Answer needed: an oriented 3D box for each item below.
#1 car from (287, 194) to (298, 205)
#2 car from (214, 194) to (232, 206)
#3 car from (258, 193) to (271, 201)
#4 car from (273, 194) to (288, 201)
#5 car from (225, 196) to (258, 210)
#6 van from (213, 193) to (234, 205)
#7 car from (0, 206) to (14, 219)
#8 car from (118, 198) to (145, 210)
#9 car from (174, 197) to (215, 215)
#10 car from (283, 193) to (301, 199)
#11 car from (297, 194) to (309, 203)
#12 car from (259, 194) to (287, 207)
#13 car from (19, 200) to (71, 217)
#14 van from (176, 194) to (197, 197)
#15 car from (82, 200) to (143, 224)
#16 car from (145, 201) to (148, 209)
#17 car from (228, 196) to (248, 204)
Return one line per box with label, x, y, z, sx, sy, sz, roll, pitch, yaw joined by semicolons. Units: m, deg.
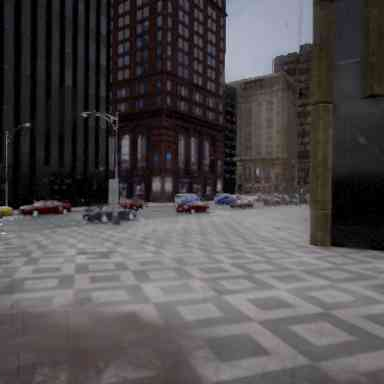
car;15.727;1.511;55.857;1.947;1.339;4.313;1;1;35
car;5.637;1.346;51.601;1.882;1.535;5.008;1;0;36
car;14.461;1.379;68.814;1.802;1.307;4.206;1;1;35
car;20.594;1.213;77.462;1.967;1.590;4.097;1;1;35
car;6.361;1.550;42.641;1.802;1.307;4.206;1;1;35
van;5.269;1.162;55.836;1.690;1.788;3.998;1;1;35
car;-16.283;1.413;25.427;1.752;1.417;4.829;1;1;35
car;-7.434;1.380;33.307;1.882;1.535;5.008;1;1;35
car;0.118;1.529;33.830;1.887;1.381;4.507;1;1;35
car;26.928;1.087;89.402;4.403;1.369;2.008;0;1;26
car;21.971;1.494;64.668;1.947;1.339;4.313;1;1;35
car;12.605;1.498;51.451;1.887;1.381;4.507;1;1;35
car;-13.121;1.419;29.890;1.887;1.381;4.507;1;1;35
van;-0.860;1.177;47.187;1.690;1.788;3.998;1;1;35
car;-6.125;1.557;25.020;2.008;1.369;4.403;1;1;35
car;-6.992;1.418;38.539;1.947;1.339;4.313;1;1;35
car;8.331;1.395;60.164;1.802;1.307;4.206;1;1;35
